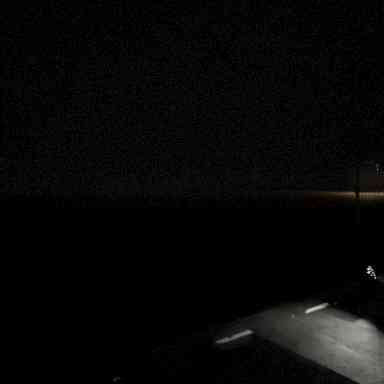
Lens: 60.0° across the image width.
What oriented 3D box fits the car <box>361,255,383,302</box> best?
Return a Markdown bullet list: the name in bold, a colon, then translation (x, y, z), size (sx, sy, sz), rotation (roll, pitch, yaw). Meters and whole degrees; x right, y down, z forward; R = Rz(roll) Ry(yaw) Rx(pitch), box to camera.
- **car**: translation (5.439, 1.470, 6.953), size (4.674, 1.442, 1.812), rotation (0, 0, -35)
